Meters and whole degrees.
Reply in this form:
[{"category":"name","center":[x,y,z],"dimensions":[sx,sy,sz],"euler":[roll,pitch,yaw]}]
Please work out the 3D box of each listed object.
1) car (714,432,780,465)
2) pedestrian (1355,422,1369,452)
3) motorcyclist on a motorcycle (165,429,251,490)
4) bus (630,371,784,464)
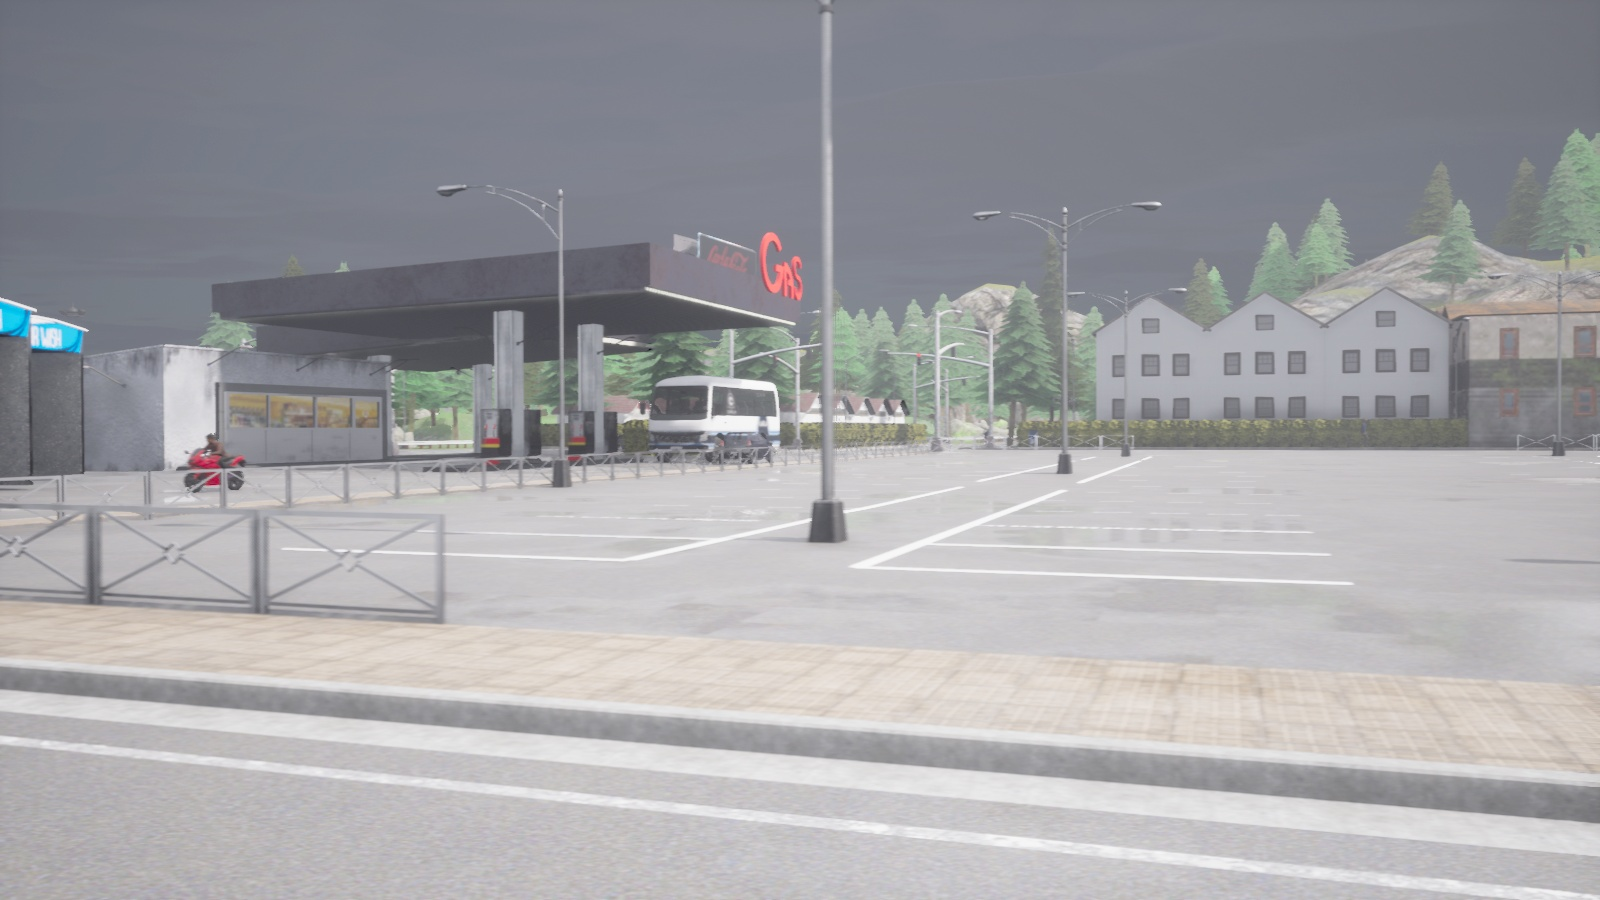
[{"category":"car","center":[-2.433,-0.109,58.726],"dimensions":[1.845,1.501,3.633],"euler":[1,1,19]},{"category":"pedestrian","center":[34.219,-0.803,76.445],"dimensions":[0.726,1.842,0.402],"euler":[1,1,20]},{"category":"motorcyclist on a motorcycle","center":[-15.371,0.227,32.676],"dimensions":[0.797,1.523,2.044],"euler":[1,1,19]},{"category":"bus","center":[-4.465,-1.583,63.435],"dimensions":[3.944,4.253,10.273],"euler":[1,1,19]}]
